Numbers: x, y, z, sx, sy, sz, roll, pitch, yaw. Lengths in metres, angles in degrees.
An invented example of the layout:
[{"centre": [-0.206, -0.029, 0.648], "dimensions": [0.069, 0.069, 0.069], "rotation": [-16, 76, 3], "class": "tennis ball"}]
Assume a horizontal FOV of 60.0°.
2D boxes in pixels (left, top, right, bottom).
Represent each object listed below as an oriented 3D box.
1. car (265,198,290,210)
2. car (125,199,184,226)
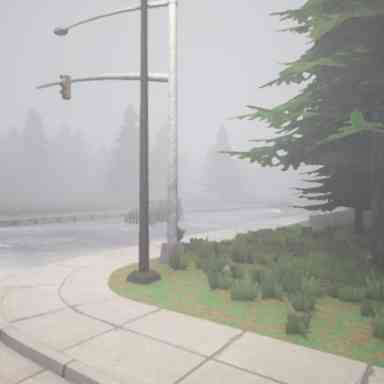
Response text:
[{"centre": [11.015, 1.513, 42.536], "dimensions": [1.994, 1.385, 4.181], "rotation": [0, 0, 36], "class": "car"}, {"centre": [-2.558, 1.301, 23.290], "dimensions": [2.097, 1.767, 4.553], "rotation": [0, 0, 35], "class": "car"}]
